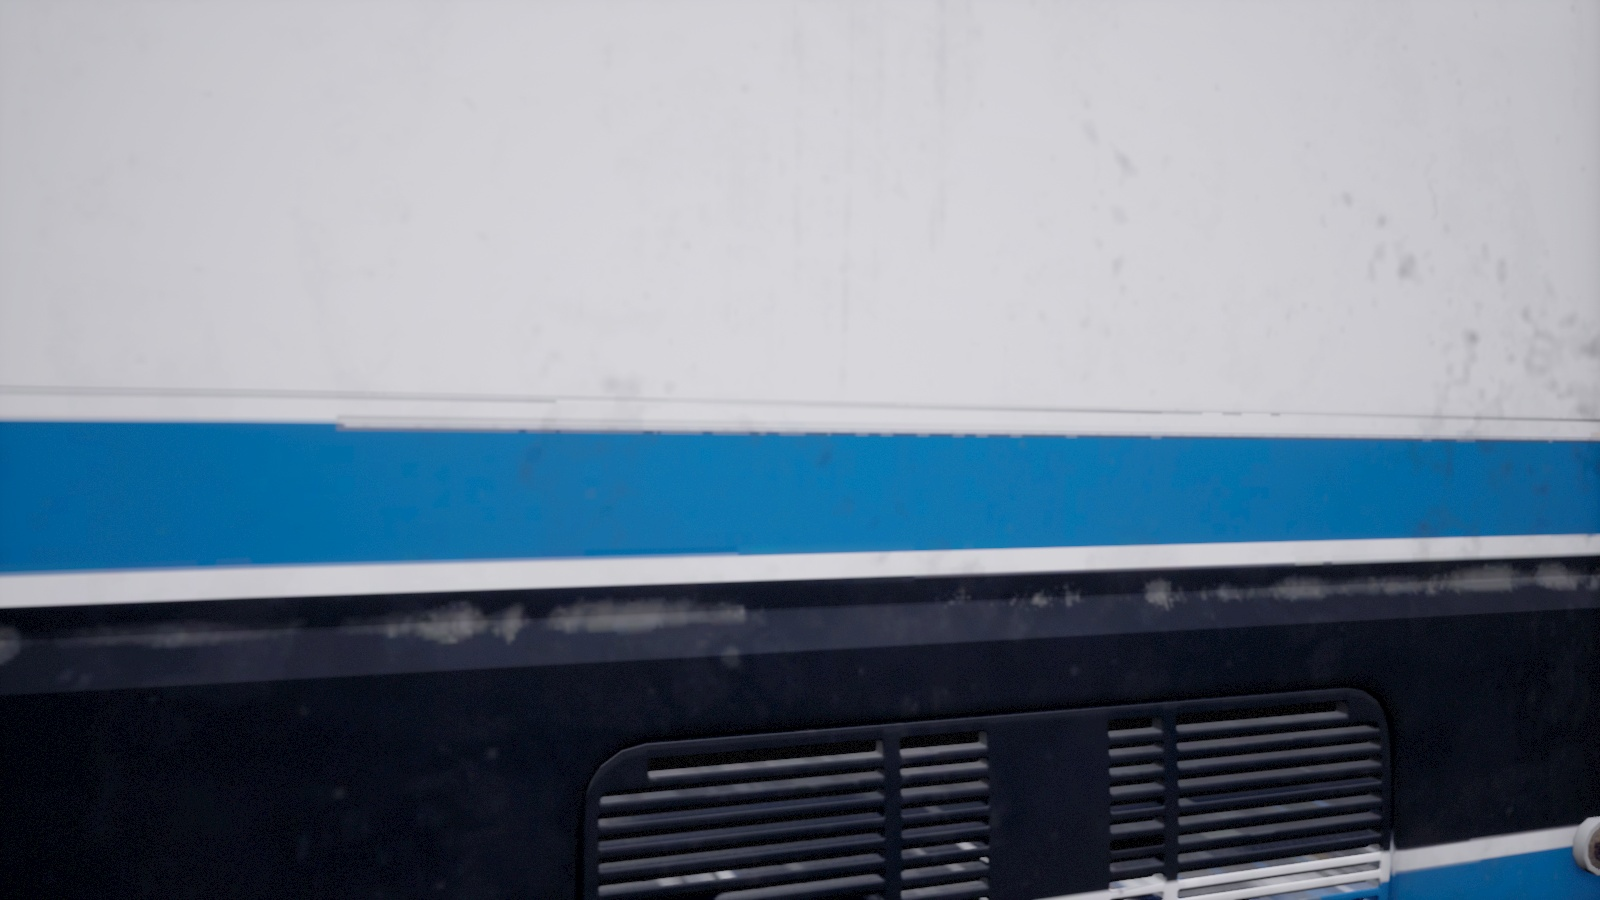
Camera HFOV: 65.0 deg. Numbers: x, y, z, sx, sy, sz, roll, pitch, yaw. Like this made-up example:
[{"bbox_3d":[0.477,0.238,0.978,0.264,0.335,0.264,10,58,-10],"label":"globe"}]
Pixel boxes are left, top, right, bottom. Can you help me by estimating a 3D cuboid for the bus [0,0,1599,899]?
[{"bbox_3d":[-0.937,-0.615,2.876,10.273,4.253,3.944,-1,1,-21],"label":"bus"}]
